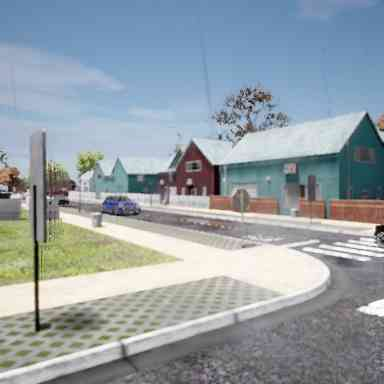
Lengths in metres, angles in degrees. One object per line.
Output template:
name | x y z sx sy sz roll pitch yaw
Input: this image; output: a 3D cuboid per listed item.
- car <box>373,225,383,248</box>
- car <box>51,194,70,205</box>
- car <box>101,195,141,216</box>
car | 8.430 1.599 11.541 1.895 1.301 4.718 0 1 -2
car | -18.715 1.025 46.665 2.033 1.411 5.357 -1 1 -36
car | -6.232 1.081 29.055 2.097 1.767 4.553 -1 1 -36
